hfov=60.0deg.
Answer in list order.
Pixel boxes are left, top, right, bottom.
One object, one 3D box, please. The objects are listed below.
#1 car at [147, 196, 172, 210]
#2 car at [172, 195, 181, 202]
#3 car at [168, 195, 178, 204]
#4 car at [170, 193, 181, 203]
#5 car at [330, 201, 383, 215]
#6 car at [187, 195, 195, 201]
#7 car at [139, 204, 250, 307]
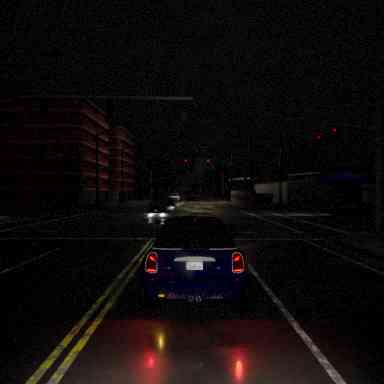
[{"bbox_3d":[-3.683,1.516,36.339,2.033,1.411,5.357,0,0,0],"label":"car"},{"bbox_3d":[-3.684,1.540,79.682,2.033,1.411,5.357,0,0,0],"label":"car"},{"bbox_3d":[-3.714,1.547,53.043,2.033,1.411,5.357,0,0,0],"label":"car"},{"bbox_3d":[-3.661,1.223,69.117,2.150,2.045,5.566,0,0,0],"label":"car"},{"bbox_3d":[16.391,1.601,33.204,4.718,1.301,1.895,0,0,0],"label":"car"},{"bbox_3d":[-0.188,1.500,81.285,1.837,1.490,4.892,0,0,0],"label":"car"},{"bbox_3d":[0.056,1.352,8.117,2.097,1.767,4.553,0,0,0],"label":"car"}]
